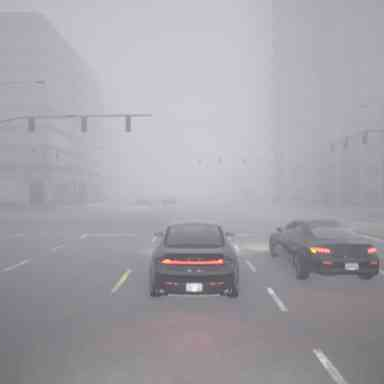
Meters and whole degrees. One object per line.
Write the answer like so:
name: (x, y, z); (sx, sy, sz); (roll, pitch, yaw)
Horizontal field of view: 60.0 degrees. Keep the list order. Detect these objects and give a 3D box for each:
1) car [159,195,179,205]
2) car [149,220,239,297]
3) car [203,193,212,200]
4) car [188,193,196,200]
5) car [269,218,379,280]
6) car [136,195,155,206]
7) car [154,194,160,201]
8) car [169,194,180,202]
car: (-3.568, 1.230, 52.543); (1.882, 1.535, 5.008); (0, 0, 0)
car: (0.058, 1.465, 8.435); (1.837, 1.490, 4.892); (0, 0, 0)
car: (3.501, 1.015, 73.941); (1.812, 1.442, 4.674); (0, 0, 0)
car: (0.001, 1.016, 73.941); (2.128, 1.511, 4.902); (0, 0, 0)
car: (3.564, 1.480, 9.691); (1.812, 1.442, 4.674); (0, 0, 0)
car: (-7.083, 1.368, 49.447); (1.895, 1.301, 4.718); (0, 0, 0)
car: (-7.020, 1.167, 65.912); (1.882, 1.535, 5.008); (0, 0, 0)
car: (-3.507, 1.231, 67.125); (2.033, 1.411, 5.357); (0, 0, 0)
